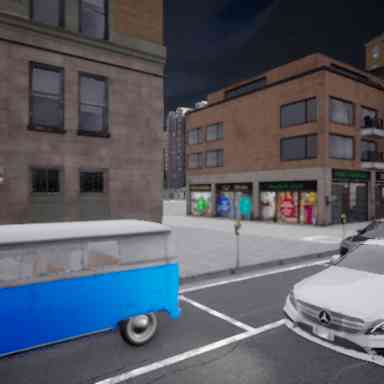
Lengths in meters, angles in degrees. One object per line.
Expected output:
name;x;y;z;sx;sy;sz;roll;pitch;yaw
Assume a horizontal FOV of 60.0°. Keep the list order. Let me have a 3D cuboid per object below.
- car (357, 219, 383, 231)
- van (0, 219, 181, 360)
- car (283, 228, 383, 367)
car;6.721;1.576;11.002;4.313;1.339;1.947;0;0;-35
van;-2.083;1.342;4.726;3.998;1.788;1.690;0;0;-35
car;3.561;1.531;5.594;4.674;1.442;1.812;0;0;-36
